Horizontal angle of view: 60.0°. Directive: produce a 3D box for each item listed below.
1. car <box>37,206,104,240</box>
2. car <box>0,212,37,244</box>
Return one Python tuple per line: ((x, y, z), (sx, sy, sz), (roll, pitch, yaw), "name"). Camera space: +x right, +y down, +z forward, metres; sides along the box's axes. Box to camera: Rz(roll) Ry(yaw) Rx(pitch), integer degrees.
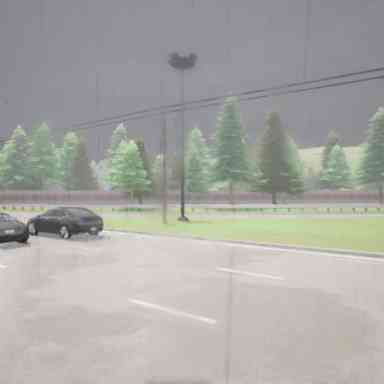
((-6.683, 1.526, 17.355), (4.892, 1.490, 1.837), (0, 0, 36), "car")
((-9.082, 1.585, 14.767), (4.181, 1.385, 1.994), (0, 0, 36), "car")
